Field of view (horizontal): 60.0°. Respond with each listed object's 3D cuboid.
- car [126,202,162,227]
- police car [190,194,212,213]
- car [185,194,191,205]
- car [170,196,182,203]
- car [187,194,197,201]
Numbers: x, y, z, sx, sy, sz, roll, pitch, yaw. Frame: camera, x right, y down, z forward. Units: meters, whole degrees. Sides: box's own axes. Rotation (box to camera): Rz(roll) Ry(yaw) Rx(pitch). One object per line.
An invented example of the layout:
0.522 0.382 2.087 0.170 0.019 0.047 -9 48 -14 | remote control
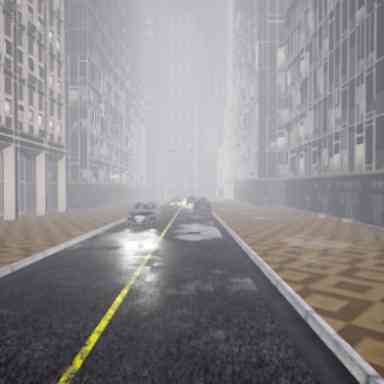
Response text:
-3.095 1.410 22.140 2.128 1.511 4.902 0 0 0 | car
1.056 1.305 34.672 1.930 1.638 5.238 0 0 0 | police car
0.009 1.336 52.735 1.837 1.490 4.892 0 0 0 | car
-3.011 1.366 63.329 1.994 1.385 4.181 0 0 1 | car
0.011 1.122 70.349 1.882 1.535 5.008 0 0 0 | car
